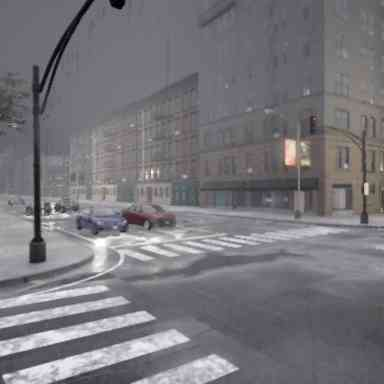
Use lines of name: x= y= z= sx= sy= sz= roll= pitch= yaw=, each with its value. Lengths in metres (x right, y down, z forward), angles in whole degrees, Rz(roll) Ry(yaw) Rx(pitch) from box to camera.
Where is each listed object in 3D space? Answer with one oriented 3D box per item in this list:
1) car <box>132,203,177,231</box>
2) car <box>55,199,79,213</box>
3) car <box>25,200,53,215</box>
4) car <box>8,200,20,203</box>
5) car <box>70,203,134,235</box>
car: x=-2.861 y=1.503 z=21.481 sx=1.882 sy=1.535 sz=5.008 roll=-1 pitch=1 yaw=-35
car: x=-13.935 y=1.524 z=37.242 sx=1.837 sy=1.490 sz=4.892 roll=-1 pitch=1 yaw=-35
car: x=-15.910 y=1.577 z=34.394 sx=1.812 sy=1.442 sz=4.674 roll=-1 pitch=0 yaw=-35
car: x=-25.238 y=1.287 z=47.816 sx=2.033 sy=1.411 sz=5.357 roll=-1 pitch=0 yaw=-35
car: x=-5.373 y=1.582 z=19.441 sx=1.812 sy=1.442 sz=4.674 roll=-1 pitch=1 yaw=-35
